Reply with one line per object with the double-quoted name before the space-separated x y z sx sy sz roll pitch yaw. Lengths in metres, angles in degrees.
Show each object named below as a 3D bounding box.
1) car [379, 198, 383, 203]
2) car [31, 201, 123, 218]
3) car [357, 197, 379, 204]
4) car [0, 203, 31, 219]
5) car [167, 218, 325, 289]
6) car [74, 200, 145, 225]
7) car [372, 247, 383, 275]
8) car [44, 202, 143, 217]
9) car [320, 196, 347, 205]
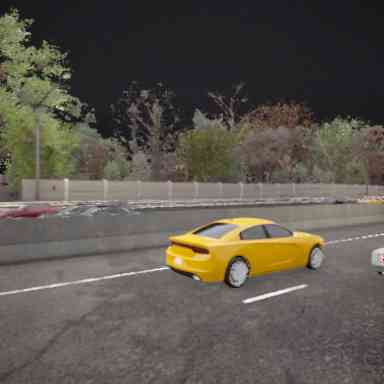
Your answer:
"car" 28.079 1.318 45.480 4.553 1.767 2.097 0 0 -35
"car" -6.961 1.496 20.525 4.892 1.490 1.837 0 0 -35
"car" 25.906 1.444 48.223 5.008 1.535 1.882 0 0 -35
"car" -11.941 1.519 24.760 4.674 1.442 1.812 0 0 -38
"car" 1.692 1.468 9.254 5.008 1.535 1.882 0 0 -36
"car" -6.196 1.488 25.365 4.892 1.490 1.837 -1 1 -35
"car" 6.651 1.587 8.490 4.718 1.301 1.895 0 0 -36
"car" -4.898 1.496 17.696 4.892 1.490 1.837 0 0 -35
"car" 20.819 1.320 48.910 4.553 1.767 2.097 0 0 -35
